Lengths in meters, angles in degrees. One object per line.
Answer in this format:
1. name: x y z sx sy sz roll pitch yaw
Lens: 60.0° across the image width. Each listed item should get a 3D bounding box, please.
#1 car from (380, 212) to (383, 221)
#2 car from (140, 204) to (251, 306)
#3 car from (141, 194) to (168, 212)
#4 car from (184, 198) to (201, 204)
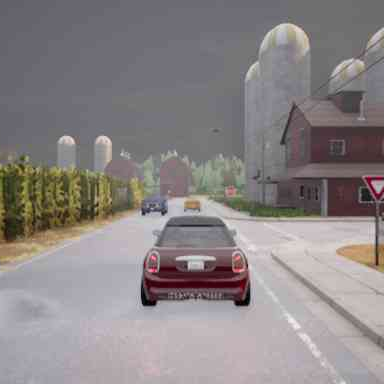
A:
1. car: 15.075 1.569 21.825 4.718 1.301 1.895 0 0 -1
2. car: 0.073 1.350 8.161 2.097 1.767 4.553 0 0 0
3. car: -3.628 1.213 33.107 2.150 2.045 5.566 0 0 0
4. car: 0.044 1.468 40.532 1.882 1.535 5.008 0 0 0
